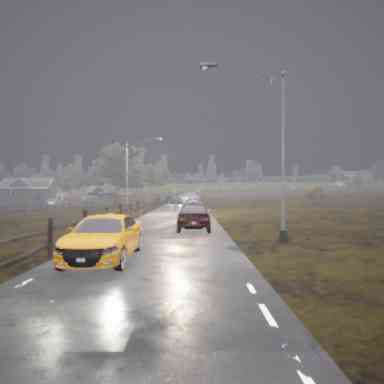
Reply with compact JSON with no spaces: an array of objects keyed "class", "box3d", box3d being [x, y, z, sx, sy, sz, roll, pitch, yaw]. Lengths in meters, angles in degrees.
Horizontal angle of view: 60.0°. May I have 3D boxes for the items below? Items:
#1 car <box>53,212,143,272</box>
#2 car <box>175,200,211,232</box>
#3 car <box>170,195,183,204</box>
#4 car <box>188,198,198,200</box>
[{"class":"car","box3d":[-2.848,1.468,11.014,1.882,1.535,5.008,0,0,0]},{"class":"car","box3d":[0.102,1.457,19.879,1.882,1.535,5.008,0,0,0]},{"class":"car","box3d":[-2.735,1.372,58.462,1.837,1.490,4.892,0,0,0]},{"class":"car","box3d":[0.108,1.472,39.686,1.812,1.442,4.674,0,0,0]}]
